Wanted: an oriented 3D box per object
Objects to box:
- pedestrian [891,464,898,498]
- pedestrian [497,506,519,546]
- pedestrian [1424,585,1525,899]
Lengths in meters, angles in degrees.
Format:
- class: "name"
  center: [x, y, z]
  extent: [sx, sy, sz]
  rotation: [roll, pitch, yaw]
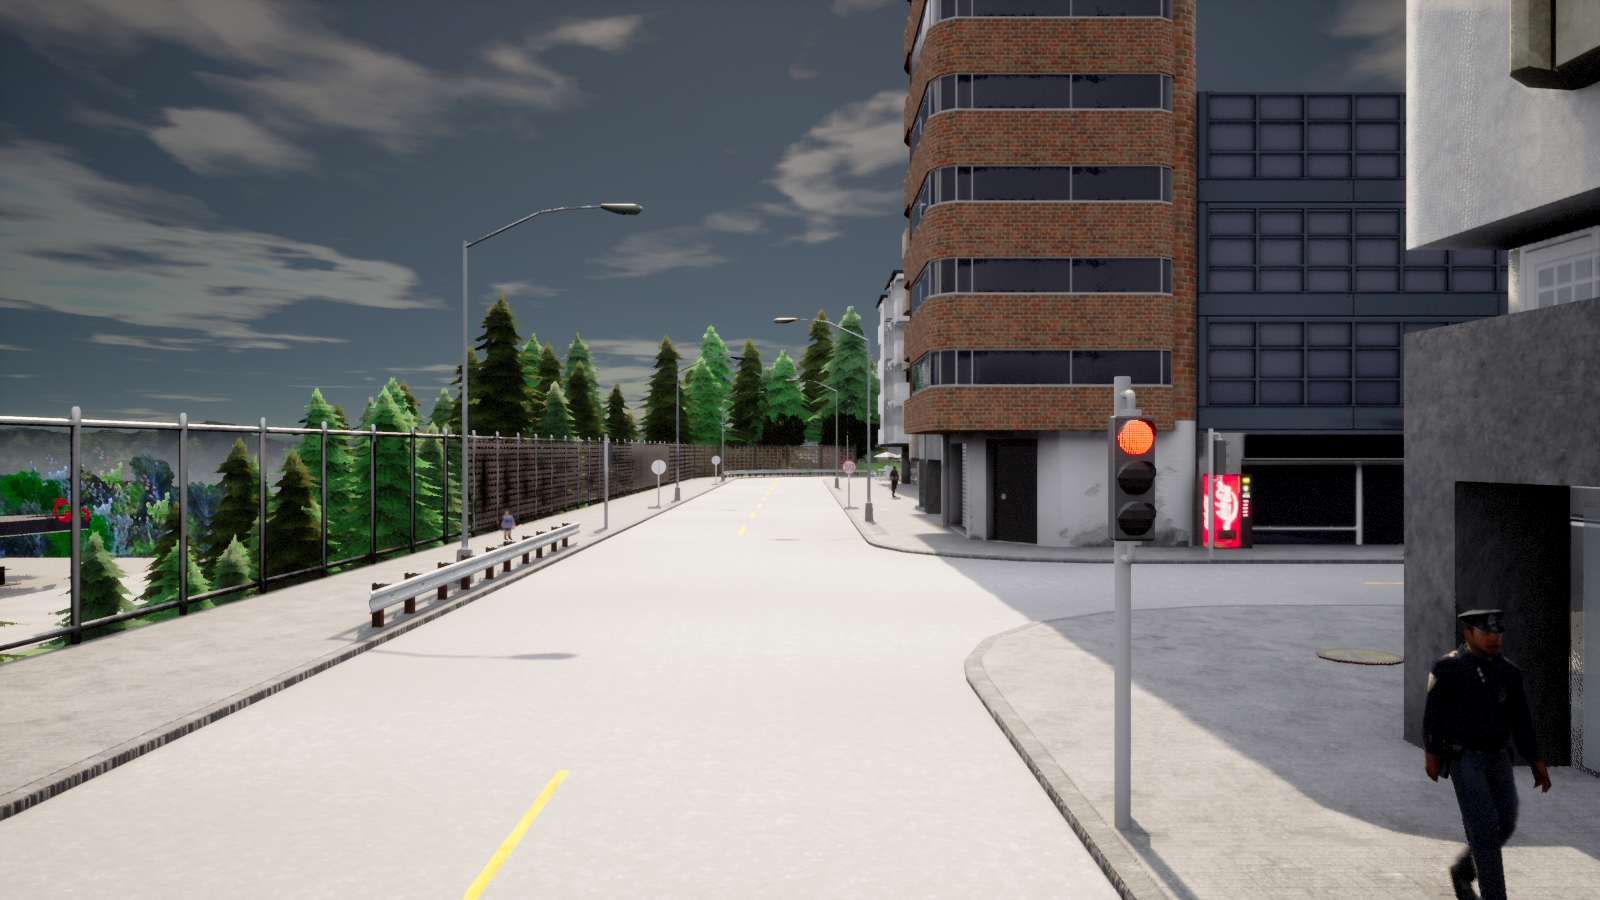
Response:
- class: "pedestrian"
  center: [5.254, 1.719, 63.742]
  extent: [0.375, 1.860, 0.375]
  rotation: [0, 0, 3]
- class: "pedestrian"
  center: [-8.144, 2.112, 31.899]
  extent: [0.500, 1.100, 0.500]
  rotation: [0, 0, 0]
- class: "pedestrian"
  center: [3.931, 1.744, 6.673]
  extent: [0.375, 1.860, 0.375]
  rotation: [0, 0, 2]
